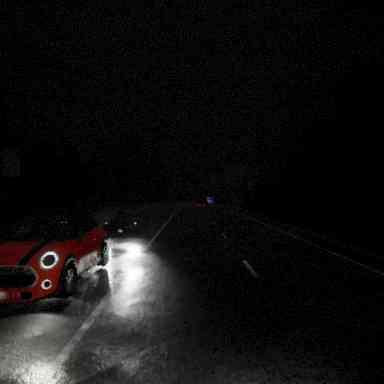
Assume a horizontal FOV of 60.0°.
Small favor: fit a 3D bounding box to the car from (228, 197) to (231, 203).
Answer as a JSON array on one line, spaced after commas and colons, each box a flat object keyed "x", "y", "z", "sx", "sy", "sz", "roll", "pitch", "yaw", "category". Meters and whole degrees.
[{"x": 7.672, "y": 1.723, "z": 75.706, "sx": 1.837, "sy": 1.490, "sz": 4.892, "roll": 0, "pitch": 0, "yaw": 15, "category": "car"}]

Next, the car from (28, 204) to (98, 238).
[{"x": -7.113, "y": 1.532, "z": 18.971, "sx": 2.128, "sy": 1.511, "sz": 4.902, "roll": 0, "pitch": 0, "yaw": 0, "category": "car"}]

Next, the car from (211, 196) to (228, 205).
[{"x": 5.534, "y": 1.673, "z": 65.759, "sx": 1.882, "sy": 1.535, "sz": 5.008, "roll": 0, "pitch": 0, "yaw": 10, "category": "car"}]

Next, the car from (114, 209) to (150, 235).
[{"x": -3.613, "y": 1.664, "z": 18.965, "sx": 1.895, "sy": 1.301, "sz": 4.718, "roll": 0, "pitch": 0, "yaw": 0, "category": "car"}]

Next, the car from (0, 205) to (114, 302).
[{"x": -3.635, "y": 1.346, "z": 8.472, "sx": 2.097, "sy": 1.767, "sz": 4.553, "roll": 0, "pitch": 0, "yaw": 0, "category": "car"}]

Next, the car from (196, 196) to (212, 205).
[{"x": 2.051, "y": 1.689, "z": 66.130, "sx": 2.128, "sy": 1.511, "sz": 4.902, "roll": 0, "pitch": 0, "yaw": 10, "category": "car"}]

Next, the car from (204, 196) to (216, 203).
[{"x": 4.162, "y": 1.665, "z": 76.104, "sx": 1.882, "sy": 1.535, "sz": 5.008, "roll": 0, "pitch": 0, "yaw": 15, "category": "car"}]
